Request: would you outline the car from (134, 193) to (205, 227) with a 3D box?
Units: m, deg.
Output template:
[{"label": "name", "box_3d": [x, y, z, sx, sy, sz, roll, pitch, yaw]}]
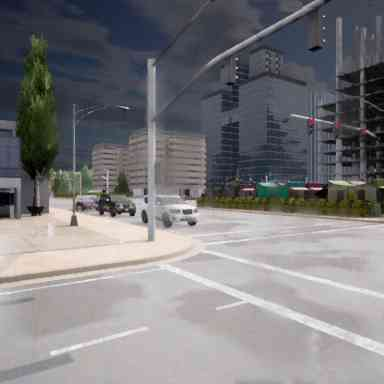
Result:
[{"label": "car", "box_3d": [-1.711, 1.222, 23.057, 2.150, 2.045, 5.566, 0, 0, -33]}]

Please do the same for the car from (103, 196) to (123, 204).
[{"label": "car", "box_3d": [-15.312, 1.546, 64.099, 2.033, 1.411, 5.357, 0, 0, -34]}]

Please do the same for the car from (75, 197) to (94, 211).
[{"label": "car", "box_3d": [-12.797, 1.526, 40.354, 1.812, 1.442, 4.674, 0, 0, -32]}]

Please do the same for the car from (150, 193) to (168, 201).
[{"label": "car", "box_3d": [-7.805, 1.156, 78.660, 3.866, 1.878, 1.905, 0, 0, -34]}]

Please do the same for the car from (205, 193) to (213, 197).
[{"label": "car", "box_3d": [3.240, 1.156, 62.439, 3.866, 1.878, 1.905, 0, 0, -34]}]

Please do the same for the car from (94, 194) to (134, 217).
[{"label": "car", "box_3d": [-7.243, 1.221, 31.682, 2.150, 2.045, 5.566, 0, 0, -33]}]

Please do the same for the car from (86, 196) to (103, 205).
[{"label": "car", "box_3d": [-18.287, 1.564, 62.235, 1.994, 1.385, 4.181, 0, 0, -33]}]

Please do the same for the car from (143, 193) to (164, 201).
[{"label": "car", "box_3d": [-9.384, 1.153, 81.086, 4.605, 1.855, 1.932, 0, 0, -34]}]
